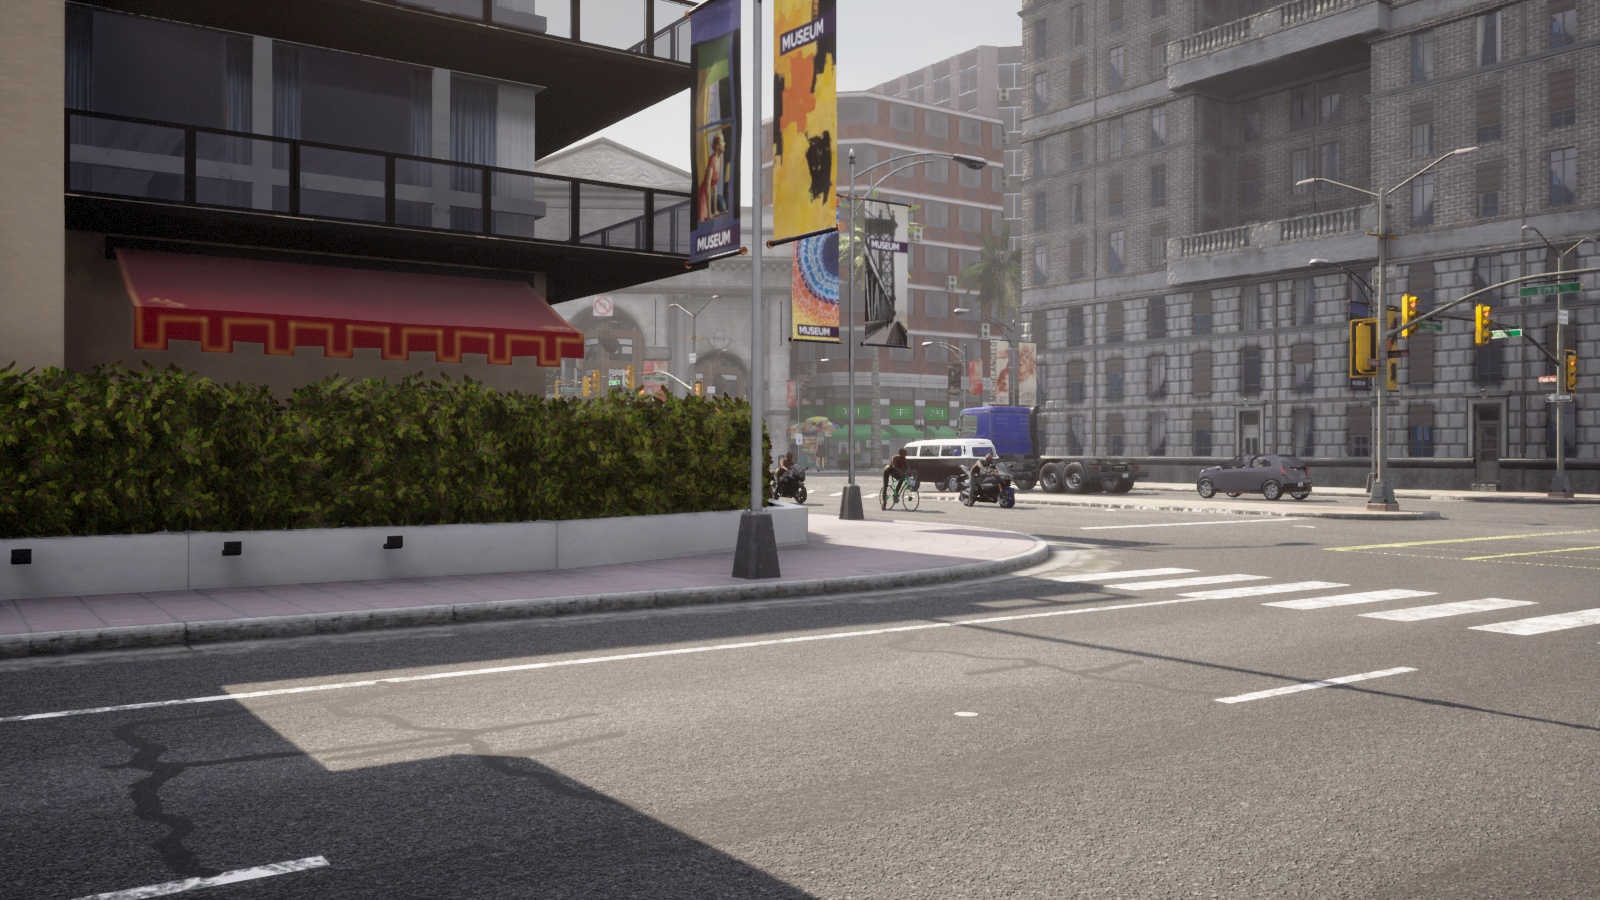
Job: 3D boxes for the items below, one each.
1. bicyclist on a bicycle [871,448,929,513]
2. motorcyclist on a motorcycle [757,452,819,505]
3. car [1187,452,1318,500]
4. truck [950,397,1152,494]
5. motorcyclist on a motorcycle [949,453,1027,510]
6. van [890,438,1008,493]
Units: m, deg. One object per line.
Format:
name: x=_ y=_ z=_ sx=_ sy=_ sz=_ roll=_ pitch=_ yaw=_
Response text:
bicyclist on a bicycle: x=2.565 y=0.772 z=32.513 sx=0.582 sy=1.620 sz=1.656 roll=0 pitch=0 yaw=-35
motorcyclist on a motorcycle: x=-0.372 y=0.818 z=36.784 sx=0.797 sy=1.523 sz=2.044 roll=0 pitch=0 yaw=-35
car: x=14.795 y=0.828 z=41.201 sx=1.845 sy=1.501 sz=3.633 roll=0 pitch=0 yaw=-35
truck: x=9.565 y=-0.138 z=48.807 sx=2.891 sy=3.462 sz=7.936 roll=0 pitch=0 yaw=-35
motorcyclist on a motorcycle: x=5.192 y=0.854 z=34.869 sx=0.866 sy=1.530 sz=2.191 roll=0 pitch=0 yaw=-35
van: x=5.675 y=0.574 z=48.287 sx=2.069 sy=2.038 sz=4.480 roll=0 pitch=0 yaw=-34
